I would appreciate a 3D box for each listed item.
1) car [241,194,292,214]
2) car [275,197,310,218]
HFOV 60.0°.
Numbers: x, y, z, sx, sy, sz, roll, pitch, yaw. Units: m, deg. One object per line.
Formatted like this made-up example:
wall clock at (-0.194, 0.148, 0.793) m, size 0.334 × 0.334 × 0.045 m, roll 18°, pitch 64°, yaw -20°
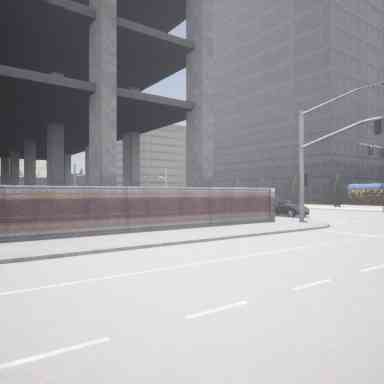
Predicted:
car at (8.223, 1.221, 37.318) m, size 2.150 × 2.045 × 5.566 m, roll 0°, pitch 0°, yaw -36°
car at (8.547, 1.505, 30.860) m, size 1.837 × 1.490 × 4.892 m, roll 0°, pitch 0°, yaw -35°
